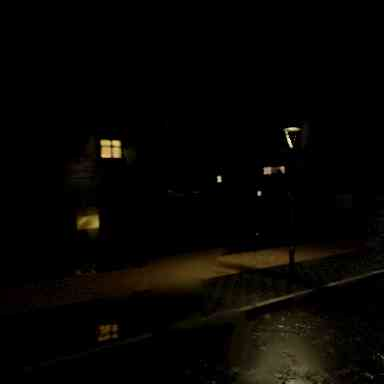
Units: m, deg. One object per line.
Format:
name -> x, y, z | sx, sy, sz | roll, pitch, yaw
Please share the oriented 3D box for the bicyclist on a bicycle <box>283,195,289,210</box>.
bicyclist on a bicycle -> 10.721, 1.168, 37.803 | 0.582, 1.620, 1.656 | 0, 3, 38
